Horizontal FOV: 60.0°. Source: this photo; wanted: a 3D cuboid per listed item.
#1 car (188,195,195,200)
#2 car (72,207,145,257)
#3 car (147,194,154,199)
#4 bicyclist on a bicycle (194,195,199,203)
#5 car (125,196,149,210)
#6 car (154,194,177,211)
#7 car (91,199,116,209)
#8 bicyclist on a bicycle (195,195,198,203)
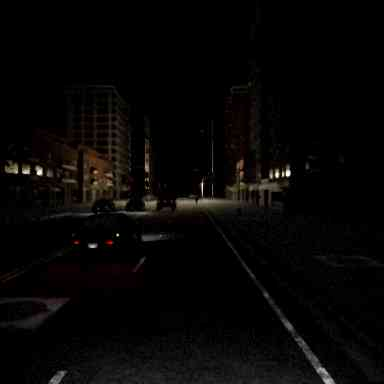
[{"bbox_3d":[0.002,1.422,88.214,2.128,1.511,4.902,0,0,0],"label":"car"},{"bbox_3d":[-3.149,1.529,12.855,1.812,1.442,4.674,0,0,0],"label":"car"},{"bbox_3d":[-9.749,1.211,77.790,1.882,1.535,5.008,0,0,0],"label":"car"},{"bbox_3d":[0.895,1.454,62.411,0.866,1.612,1.509,0,-1,0],"label":"bicyclist on a bicycle"},{"bbox_3d":[-6.587,1.516,38.971,1.837,1.490,4.892,0,0,0],"label":"car"},{"bbox_3d":[-3.148,1.233,41.799,2.150,2.045,5.566,0,0,0],"label":"car"},{"bbox_3d":[-9.839,1.516,37.267,1.837,1.490,4.892,0,0,0],"label":"car"},{"bbox_3d":[0.895,1.473,70.683,0.582,1.620,1.656,0,0,0],"label":"bicyclist on a bicycle"}]
